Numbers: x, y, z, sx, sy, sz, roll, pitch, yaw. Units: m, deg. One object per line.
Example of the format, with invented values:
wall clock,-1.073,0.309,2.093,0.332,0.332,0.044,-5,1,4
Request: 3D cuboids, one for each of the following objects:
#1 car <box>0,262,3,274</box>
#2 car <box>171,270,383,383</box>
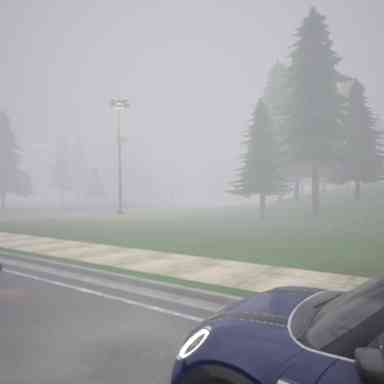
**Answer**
car,-7.196,1.643,8.981,5.357,1.411,2.033,-1,0,35
car,2.000,1.349,2.564,4.553,1.767,2.097,-1,0,35
